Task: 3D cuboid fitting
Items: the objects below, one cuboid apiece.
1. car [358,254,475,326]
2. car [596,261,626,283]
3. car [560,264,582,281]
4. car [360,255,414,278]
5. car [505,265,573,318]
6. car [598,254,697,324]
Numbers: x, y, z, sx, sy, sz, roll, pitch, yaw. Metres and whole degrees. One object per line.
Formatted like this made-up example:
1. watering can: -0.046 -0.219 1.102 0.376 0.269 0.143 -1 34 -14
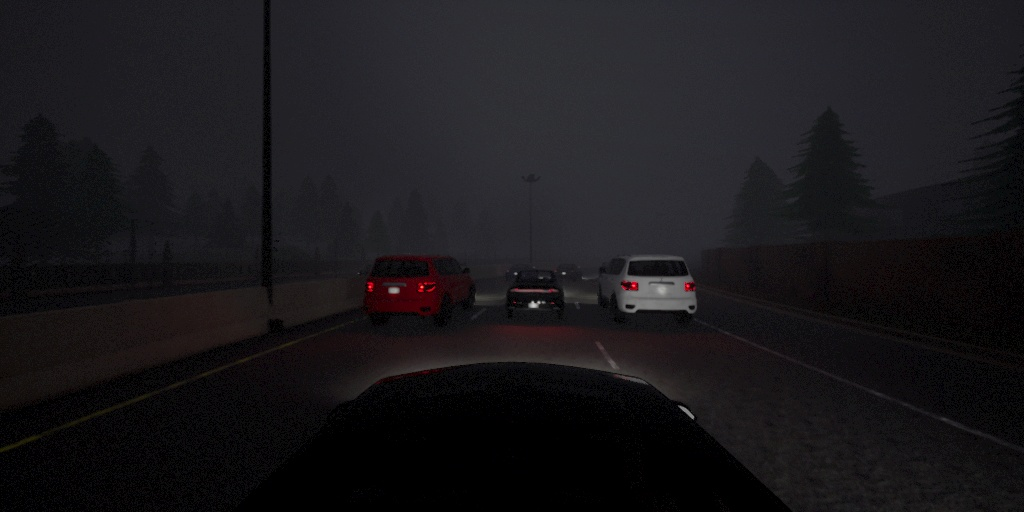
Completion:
1. car: -2.760 0.970 11.903 2.150 2.045 5.566 0 0 6
2. car: 8.211 1.239 29.511 2.128 1.511 4.902 0 0 18
3. car: 4.657 1.311 29.860 1.994 1.385 4.181 0 0 18
4. car: -12.160 0.969 35.476 2.150 2.045 5.566 0 0 18
5. car: 0.916 1.240 12.945 2.128 1.511 4.902 0 0 7
6. car: 4.299 0.971 12.208 2.150 2.045 5.566 0 0 7
